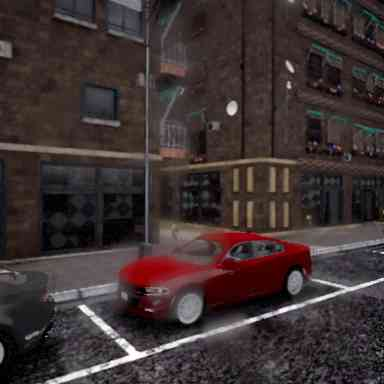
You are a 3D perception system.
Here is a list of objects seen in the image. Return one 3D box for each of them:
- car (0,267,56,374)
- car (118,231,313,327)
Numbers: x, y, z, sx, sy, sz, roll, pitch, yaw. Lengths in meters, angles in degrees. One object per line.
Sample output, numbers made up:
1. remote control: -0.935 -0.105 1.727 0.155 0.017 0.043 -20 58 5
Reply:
1. car: -3.917 1.548 3.765 4.403 1.369 2.008 0 0 -35
2. car: 0.673 1.555 7.036 4.507 1.381 1.887 0 0 -35
